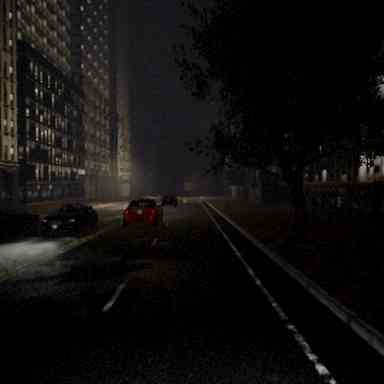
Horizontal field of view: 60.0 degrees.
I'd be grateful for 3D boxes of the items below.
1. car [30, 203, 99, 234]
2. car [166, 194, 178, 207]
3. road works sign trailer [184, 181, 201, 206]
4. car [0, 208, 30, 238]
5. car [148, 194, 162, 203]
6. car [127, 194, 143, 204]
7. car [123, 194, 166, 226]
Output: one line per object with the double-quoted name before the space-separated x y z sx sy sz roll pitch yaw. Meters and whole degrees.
"car" -6.596 1.392 18.443 2.128 1.511 4.902 0 0 0
"car" -3.144 1.101 46.912 2.097 1.767 4.553 0 0 0
"road works sign trailer" 0.012 0.198 50.060 2.380 3.560 2.880 0 0 1
"car" -9.848 1.507 17.266 1.895 1.301 4.718 0 0 0
"car" -6.532 1.161 59.524 1.882 1.535 5.008 0 0 1
"car" -9.789 1.200 57.718 1.837 1.490 4.892 0 0 1
"car" -3.148 1.231 22.195 2.097 1.767 4.553 0 0 0
